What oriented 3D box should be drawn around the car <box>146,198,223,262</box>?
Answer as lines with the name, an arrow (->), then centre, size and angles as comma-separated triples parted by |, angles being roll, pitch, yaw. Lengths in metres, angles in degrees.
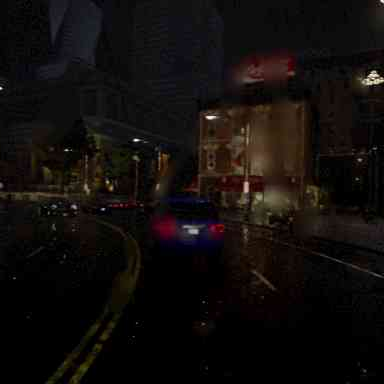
car -> -0.413, 1.248, 12.419 | 2.150, 2.045, 5.566 | 2, 0, -10

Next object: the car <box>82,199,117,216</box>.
car -> -8.992, 1.440, 30.858 | 1.994, 1.385, 4.181 | 2, 0, -36

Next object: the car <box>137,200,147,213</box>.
car -> -3.699, 1.609, 35.148 | 1.895, 1.301, 4.718 | 1, 0, -34

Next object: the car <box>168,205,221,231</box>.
car -> 0.043, 1.630, 22.196 | 1.994, 1.385, 4.181 | 1, 0, -22

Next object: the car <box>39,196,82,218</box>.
car -> -11.187, 1.167, 27.678 | 2.097, 1.767, 4.553 | 1, 0, -37

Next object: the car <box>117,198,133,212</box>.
car -> -9.070, 1.438, 36.600 | 2.033, 1.411, 5.357 | 2, 0, -43
